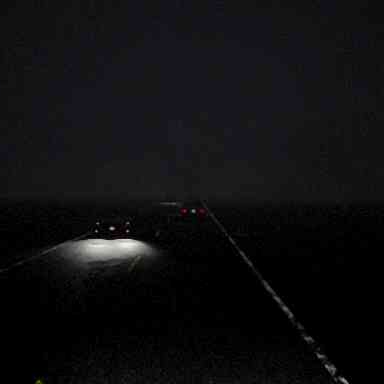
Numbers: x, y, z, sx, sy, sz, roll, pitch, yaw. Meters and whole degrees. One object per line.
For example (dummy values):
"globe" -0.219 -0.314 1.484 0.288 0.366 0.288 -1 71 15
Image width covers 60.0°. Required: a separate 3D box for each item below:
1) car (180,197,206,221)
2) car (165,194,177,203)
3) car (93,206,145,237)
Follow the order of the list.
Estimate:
"car" 0.098 1.357 25.354 2.033 1.411 5.357 0 0 0
"car" -3.543 1.119 57.210 2.033 1.411 5.357 0 0 1
"car" -3.600 1.437 16.963 1.994 1.385 4.181 0 0 0
